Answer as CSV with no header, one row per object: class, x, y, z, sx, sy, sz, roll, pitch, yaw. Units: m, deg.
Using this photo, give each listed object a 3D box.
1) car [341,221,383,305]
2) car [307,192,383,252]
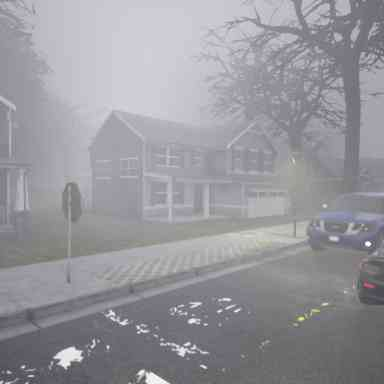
car,4.895,1.438,6.754,1.812,1.442,4.674,1,1,45
car,6.338,1.038,12.249,2.150,2.045,5.566,1,2,45
